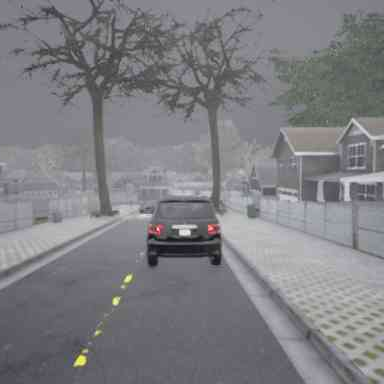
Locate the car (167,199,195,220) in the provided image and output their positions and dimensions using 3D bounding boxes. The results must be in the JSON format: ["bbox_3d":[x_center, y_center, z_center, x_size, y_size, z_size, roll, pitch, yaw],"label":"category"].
[{"bbox_3d":[-0.935,1.373,27.794,2.128,1.511,4.902,0,0,-2],"label":"car"}]

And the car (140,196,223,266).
[{"bbox_3d":[-0.280,1.151,11.341,2.150,2.045,5.566,0,0,-2],"label":"car"}]
